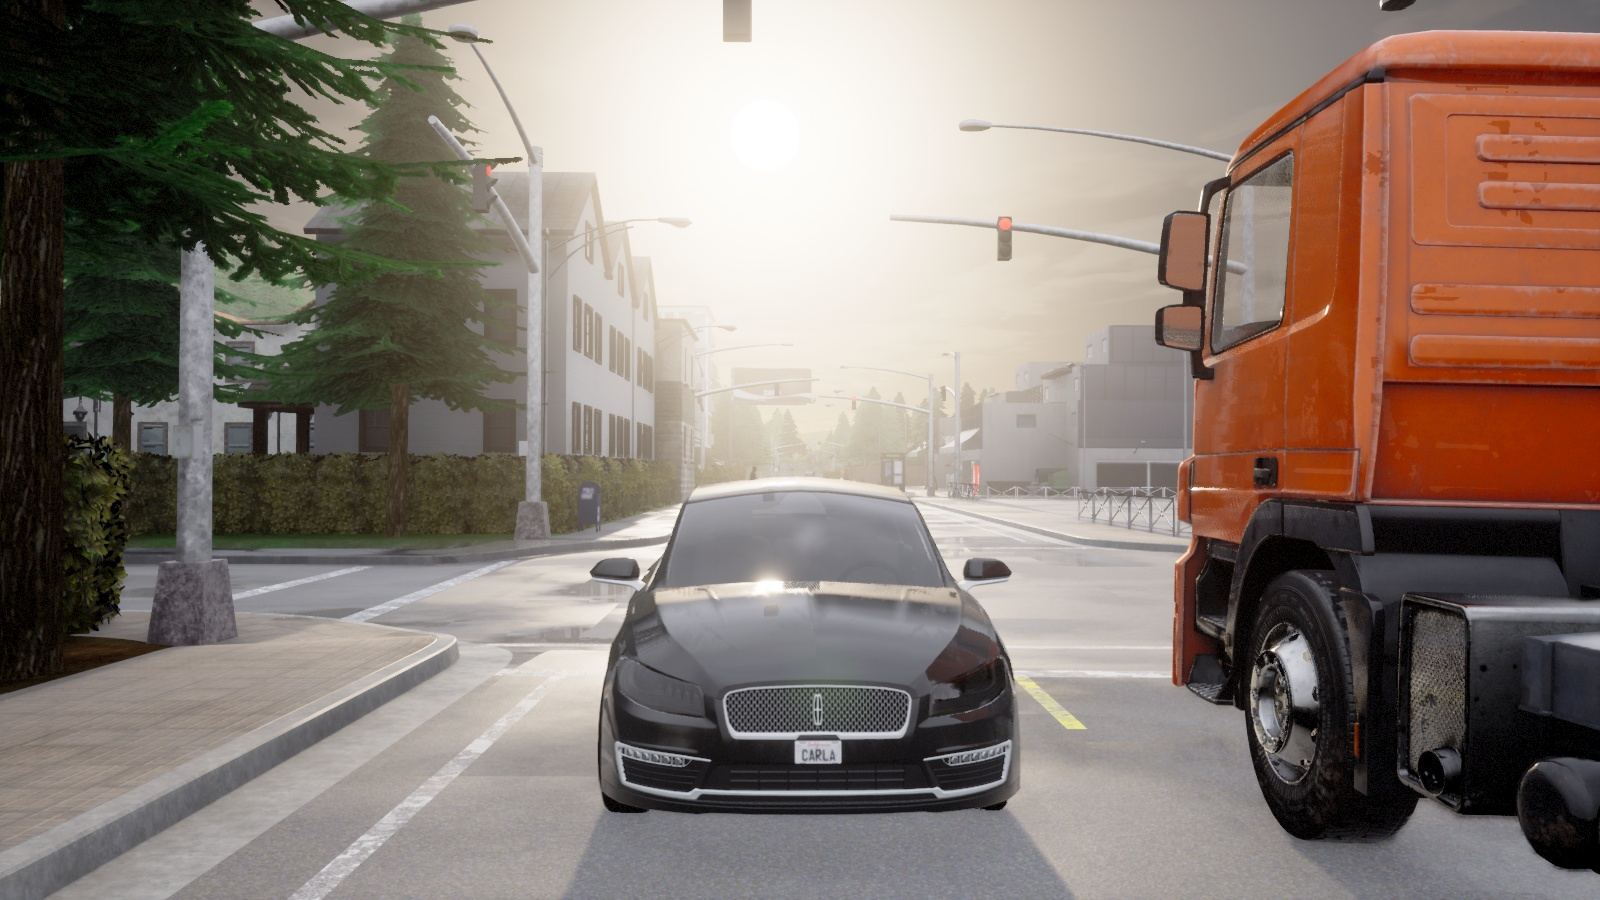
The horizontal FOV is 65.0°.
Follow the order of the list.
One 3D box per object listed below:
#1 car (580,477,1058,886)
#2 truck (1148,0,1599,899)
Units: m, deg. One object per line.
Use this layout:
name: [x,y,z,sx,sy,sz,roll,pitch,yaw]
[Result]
car: [-0.006,0.939,7.286,1.837,1.490,4.892,0,-1,-2]
truck: [3.467,-0.063,3.129,2.891,3.462,7.936,1,0,0]
